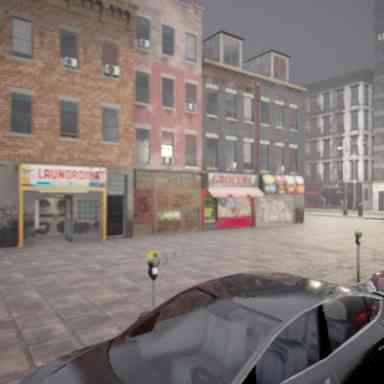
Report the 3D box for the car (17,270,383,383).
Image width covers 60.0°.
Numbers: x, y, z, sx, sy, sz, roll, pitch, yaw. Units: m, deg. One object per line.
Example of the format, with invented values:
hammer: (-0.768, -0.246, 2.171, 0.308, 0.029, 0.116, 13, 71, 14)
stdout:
car: (0.520, 1.579, 3.183, 4.313, 1.339, 1.947, 0, 0, -36)
